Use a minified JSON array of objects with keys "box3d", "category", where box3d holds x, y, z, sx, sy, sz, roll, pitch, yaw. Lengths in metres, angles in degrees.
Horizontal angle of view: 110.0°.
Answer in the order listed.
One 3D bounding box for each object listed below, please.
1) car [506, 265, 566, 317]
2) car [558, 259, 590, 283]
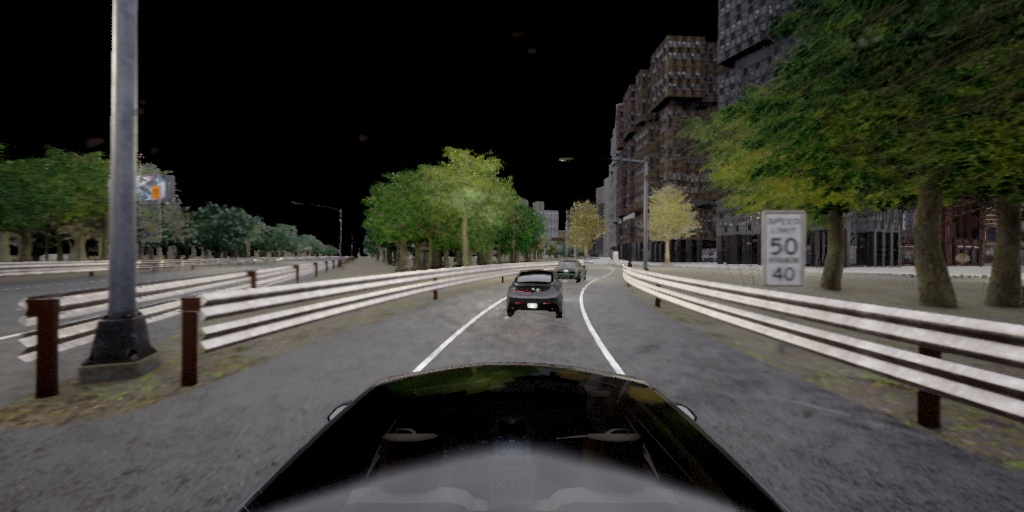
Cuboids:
[{"box3d":[0.973,1.265,13.318,1.837,1.490,4.892,0,0,8],"category":"car"},{"box3d":[4.725,1.128,28.758,2.097,1.767,4.553,1,0,19],"category":"car"}]
